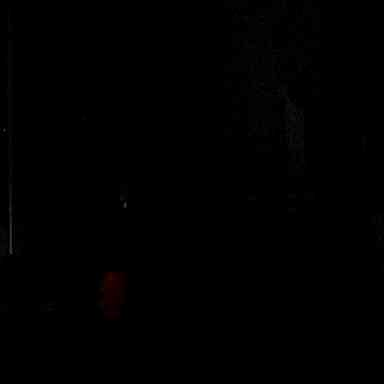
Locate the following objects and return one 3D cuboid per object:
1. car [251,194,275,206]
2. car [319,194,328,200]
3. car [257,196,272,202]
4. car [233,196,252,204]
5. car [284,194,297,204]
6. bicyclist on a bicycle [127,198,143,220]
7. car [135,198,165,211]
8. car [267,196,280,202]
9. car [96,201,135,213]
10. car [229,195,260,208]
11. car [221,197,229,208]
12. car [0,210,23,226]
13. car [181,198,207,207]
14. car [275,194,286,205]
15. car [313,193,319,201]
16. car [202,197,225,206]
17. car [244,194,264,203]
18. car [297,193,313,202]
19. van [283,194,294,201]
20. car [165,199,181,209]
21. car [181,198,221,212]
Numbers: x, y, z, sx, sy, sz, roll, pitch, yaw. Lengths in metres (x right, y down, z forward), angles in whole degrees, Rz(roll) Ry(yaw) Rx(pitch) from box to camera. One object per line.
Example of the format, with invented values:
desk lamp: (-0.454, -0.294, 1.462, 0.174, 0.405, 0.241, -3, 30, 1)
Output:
car: (10.714, 1.272, 52.295, 2.192, 1.841, 5.009, -1, 0, 35)
car: (33.142, 1.497, 84.775, 1.802, 1.307, 4.206, -1, -1, 35)
car: (16.523, 1.612, 75.706, 1.947, 1.339, 4.313, -1, 0, 35)
car: (10.114, 1.609, 66.424, 1.887, 1.381, 4.507, -1, 0, 35)
car: (17.121, 1.254, 61.575, 2.192, 1.841, 5.009, -1, 0, 35)
bicyclist on a bicycle: (-4.345, 1.290, 25.265, 1.656, 1.620, 0.582, -1, -1, 35)
car: (-5.908, 1.558, 43.219, 1.967, 1.590, 4.097, -1, 0, 35)
car: (19.726, 1.622, 80.346, 1.802, 1.307, 4.206, -1, 0, 35)
car: (-9.109, 1.715, 38.578, 1.802, 1.307, 4.206, -1, 0, 35)
car: (7.513, 1.512, 47.653, 1.887, 1.381, 4.507, -1, 0, 35)
car: (5.058, 1.512, 48.710, 1.837, 1.490, 4.892, -1, 0, 35)
car: (-13.626, 1.627, 21.871, 1.812, 1.442, 4.674, -1, -1, 34)
car: (0.405, 1.618, 52.360, 1.752, 1.417, 4.829, -1, 0, 35)
car: (13.920, 1.513, 56.933, 1.947, 1.339, 4.313, -1, 0, 35)
car: (26.831, 1.440, 75.635, 1.752, 1.417, 4.829, -1, -1, 35)
car: (3.706, 1.648, 57.142, 1.947, 1.339, 4.313, -1, 0, 35)
car: (13.315, 1.370, 71.066, 2.192, 1.841, 5.009, -1, 0, 35)
car: (23.529, 1.236, 70.857, 2.192, 1.841, 5.009, -1, 0, 35)
van: (26.131, 1.381, 89.630, 1.690, 1.788, 3.998, -1, -1, 35)
car: (-2.701, 1.686, 47.860, 1.802, 1.307, 4.206, -1, 0, 35)
car: (1.106, 1.558, 38.372, 1.947, 1.339, 4.313, -1, 0, 35)
